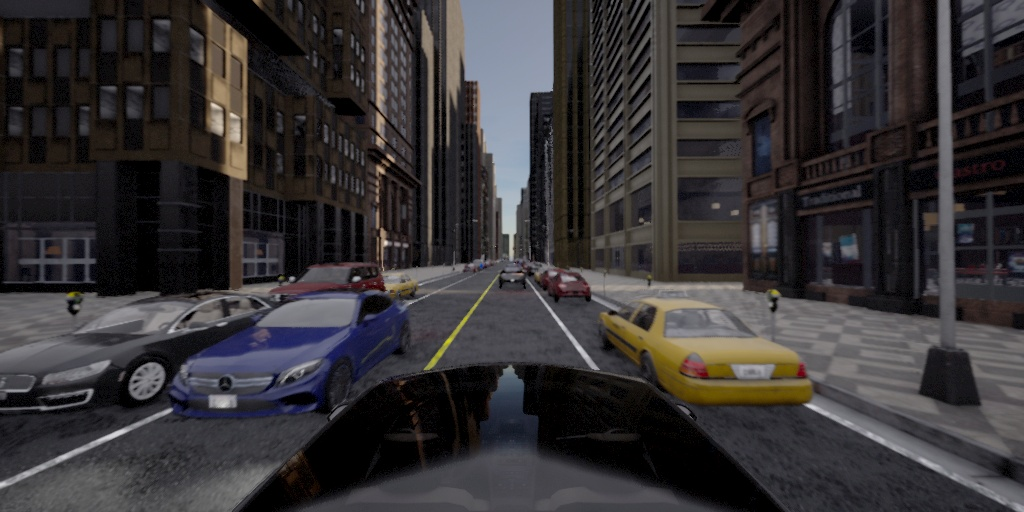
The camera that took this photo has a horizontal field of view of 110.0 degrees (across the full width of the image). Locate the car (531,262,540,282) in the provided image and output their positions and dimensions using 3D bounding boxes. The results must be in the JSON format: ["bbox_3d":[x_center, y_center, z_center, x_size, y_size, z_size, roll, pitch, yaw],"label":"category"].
[{"bbox_3d":[2.686,1.460,28.892,1.751,1.417,4.829,0,0,0],"label":"car"}]

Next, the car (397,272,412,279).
[{"bbox_3d":[-5.804,1.405,17.276,1.751,1.417,4.829,0,0,0],"label":"car"}]

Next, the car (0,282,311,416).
[{"bbox_3d":[-5.769,1.350,6.209,2.007,1.370,4.403,0,0,0],"label":"car"}]

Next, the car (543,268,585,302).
[{"bbox_3d":[2.721,1.436,17.485,1.802,1.307,4.207,0,0,0],"label":"car"}]

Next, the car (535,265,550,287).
[{"bbox_3d":[2.704,1.476,23.103,1.802,1.307,4.207,0,0,0],"label":"car"}]

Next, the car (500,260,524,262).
[{"bbox_3d":[-0.024,1.540,42.561,2.128,1.511,4.902,0,0,0],"label":"car"}]

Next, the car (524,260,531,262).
[{"bbox_3d":[2.634,1.609,45.578,1.888,1.381,4.507,0,0,0],"label":"car"}]

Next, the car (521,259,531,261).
[{"bbox_3d":[2.617,1.547,51.196,1.967,1.591,4.097,0,0,0],"label":"car"}]

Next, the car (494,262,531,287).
[{"bbox_3d":[0.026,1.413,25.845,2.128,1.511,4.902,0,0,0],"label":"car"}]

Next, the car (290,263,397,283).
[{"bbox_3d":[-5.787,1.154,11.828,2.192,1.841,5.009,0,0,0],"label":"car"}]

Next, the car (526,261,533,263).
[{"bbox_3d":[2.652,1.587,39.959,1.948,1.339,4.313,0,0,0],"label":"car"}]

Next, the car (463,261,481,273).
[{"bbox_3d":[-5.908,1.715,51.155,1.802,1.307,4.207,0,0,0],"label":"car"}]

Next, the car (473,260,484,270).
[{"bbox_3d":[-5.925,1.742,56.773,1.948,1.339,4.313,0,0,0],"label":"car"}]

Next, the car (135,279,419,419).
[{"bbox_3d":[-3.107,1.317,6.176,1.812,1.442,4.674,0,0,0],"label":"car"}]

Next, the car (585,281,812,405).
[{"bbox_3d":[2.755,1.299,6.418,1.751,1.417,4.829,0,0,0],"label":"car"}]

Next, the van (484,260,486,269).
[{"bbox_3d":[-5.943,1.560,62.391,1.690,1.789,3.998,0,0,0],"label":"van"}]
